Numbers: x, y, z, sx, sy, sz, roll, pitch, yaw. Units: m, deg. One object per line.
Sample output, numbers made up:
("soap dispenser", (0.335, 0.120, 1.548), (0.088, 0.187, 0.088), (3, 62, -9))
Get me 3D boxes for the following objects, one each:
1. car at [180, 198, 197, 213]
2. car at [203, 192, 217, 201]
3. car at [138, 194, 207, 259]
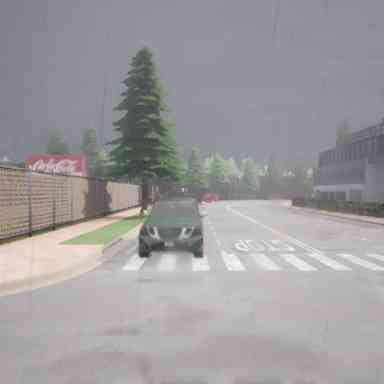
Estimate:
("car", (-0.332, 1.496, 38.095), (1.882, 1.535, 5.008), (0, 0, 1))
("car", (3.033, 1.079, 63.159), (2.150, 2.045, 5.566), (0, 0, 23))
("car", (-0.599, 1.253, 13.062), (2.150, 2.045, 5.566), (0, 0, 2))
